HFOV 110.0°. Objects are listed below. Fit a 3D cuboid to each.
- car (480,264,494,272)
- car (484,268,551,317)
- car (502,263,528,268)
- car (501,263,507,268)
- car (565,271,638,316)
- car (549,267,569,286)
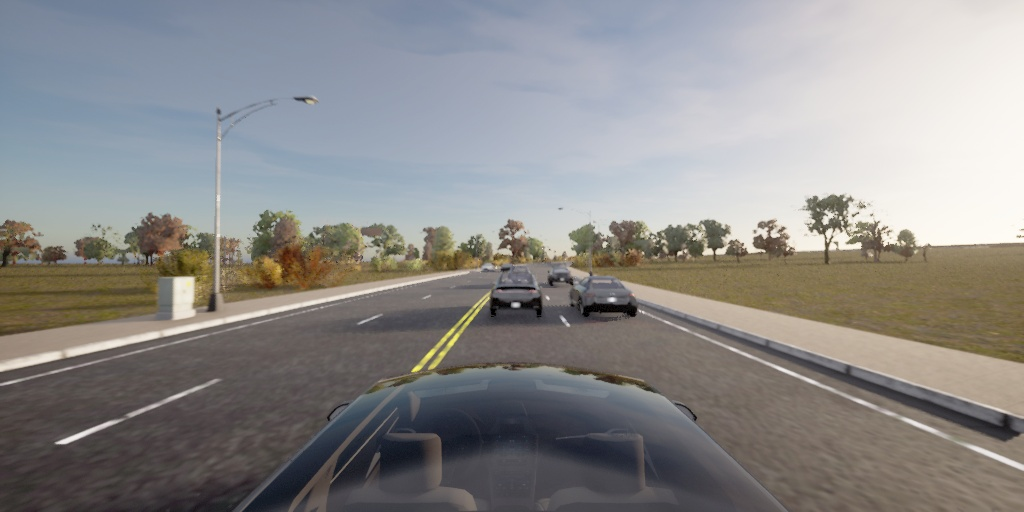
[{"bbox_3d":[-4.008,1.982,59.821,1.812,1.442,4.674,0,-1,5],"label":"car"},{"bbox_3d":[0.192,1.397,13.970,2.128,1.511,4.902,0,-1,2],"label":"car"},{"bbox_3d":[0.653,1.582,28.923,2.128,1.511,4.902,0,-1,3],"label":"car"},{"bbox_3d":[-0.781,1.930,59.462,1.882,1.535,5.008,0,-1,5],"label":"car"},{"bbox_3d":[3.452,1.474,14.155,1.994,1.385,4.181,0,-1,2],"label":"car"},{"bbox_3d":[3.936,1.624,29.479,1.812,1.442,4.674,0,0,3],"label":"car"}]
